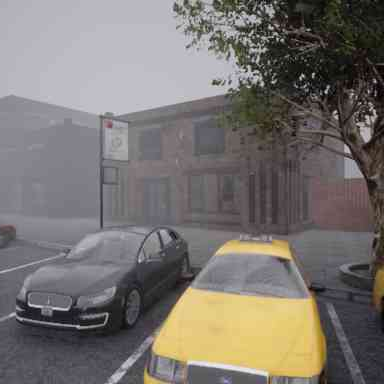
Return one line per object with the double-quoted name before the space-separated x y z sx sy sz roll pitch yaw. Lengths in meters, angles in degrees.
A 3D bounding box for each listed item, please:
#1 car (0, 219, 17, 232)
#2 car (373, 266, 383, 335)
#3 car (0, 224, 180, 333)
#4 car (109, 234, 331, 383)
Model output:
"car" -8.741 1.526 12.359 2.002 1.452 4.674 1 -1 16
"car" 3.405 1.480 3.442 1.946 1.575 5.366 1 -1 16
"car" -1.424 1.487 7.117 2.231 1.521 4.892 1 -1 16
"car" 0.962 1.480 5.186 1.946 1.575 5.366 1 -1 16
